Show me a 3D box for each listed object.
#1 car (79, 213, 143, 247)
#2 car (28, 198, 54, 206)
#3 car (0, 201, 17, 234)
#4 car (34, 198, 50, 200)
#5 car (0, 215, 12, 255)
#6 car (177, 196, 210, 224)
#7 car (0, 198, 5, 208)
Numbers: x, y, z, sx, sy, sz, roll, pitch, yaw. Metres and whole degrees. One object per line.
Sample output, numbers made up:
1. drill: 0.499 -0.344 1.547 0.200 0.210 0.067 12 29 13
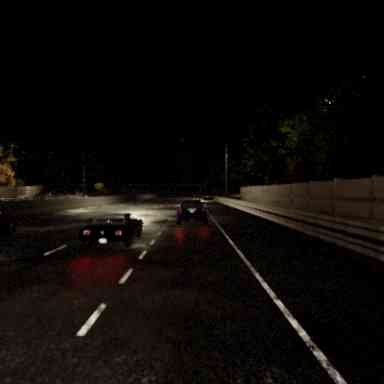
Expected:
1. car: -3.400 1.586 14.934 1.895 1.301 4.718 0 0 0
2. car: -24.533 1.610 54.223 1.895 1.301 4.718 0 0 1
3. car: -10.402 1.335 15.894 2.097 1.767 4.553 0 0 0
4. car: -21.028 1.598 45.882 1.895 1.301 4.718 0 0 1
5. car: -6.899 1.537 8.034 2.033 1.411 5.357 0 0 0
6. car: -0.002 1.335 24.633 2.097 1.767 4.553 0 0 0
7. car: -28.040 1.560 46.062 1.994 1.385 4.181 0 0 1
